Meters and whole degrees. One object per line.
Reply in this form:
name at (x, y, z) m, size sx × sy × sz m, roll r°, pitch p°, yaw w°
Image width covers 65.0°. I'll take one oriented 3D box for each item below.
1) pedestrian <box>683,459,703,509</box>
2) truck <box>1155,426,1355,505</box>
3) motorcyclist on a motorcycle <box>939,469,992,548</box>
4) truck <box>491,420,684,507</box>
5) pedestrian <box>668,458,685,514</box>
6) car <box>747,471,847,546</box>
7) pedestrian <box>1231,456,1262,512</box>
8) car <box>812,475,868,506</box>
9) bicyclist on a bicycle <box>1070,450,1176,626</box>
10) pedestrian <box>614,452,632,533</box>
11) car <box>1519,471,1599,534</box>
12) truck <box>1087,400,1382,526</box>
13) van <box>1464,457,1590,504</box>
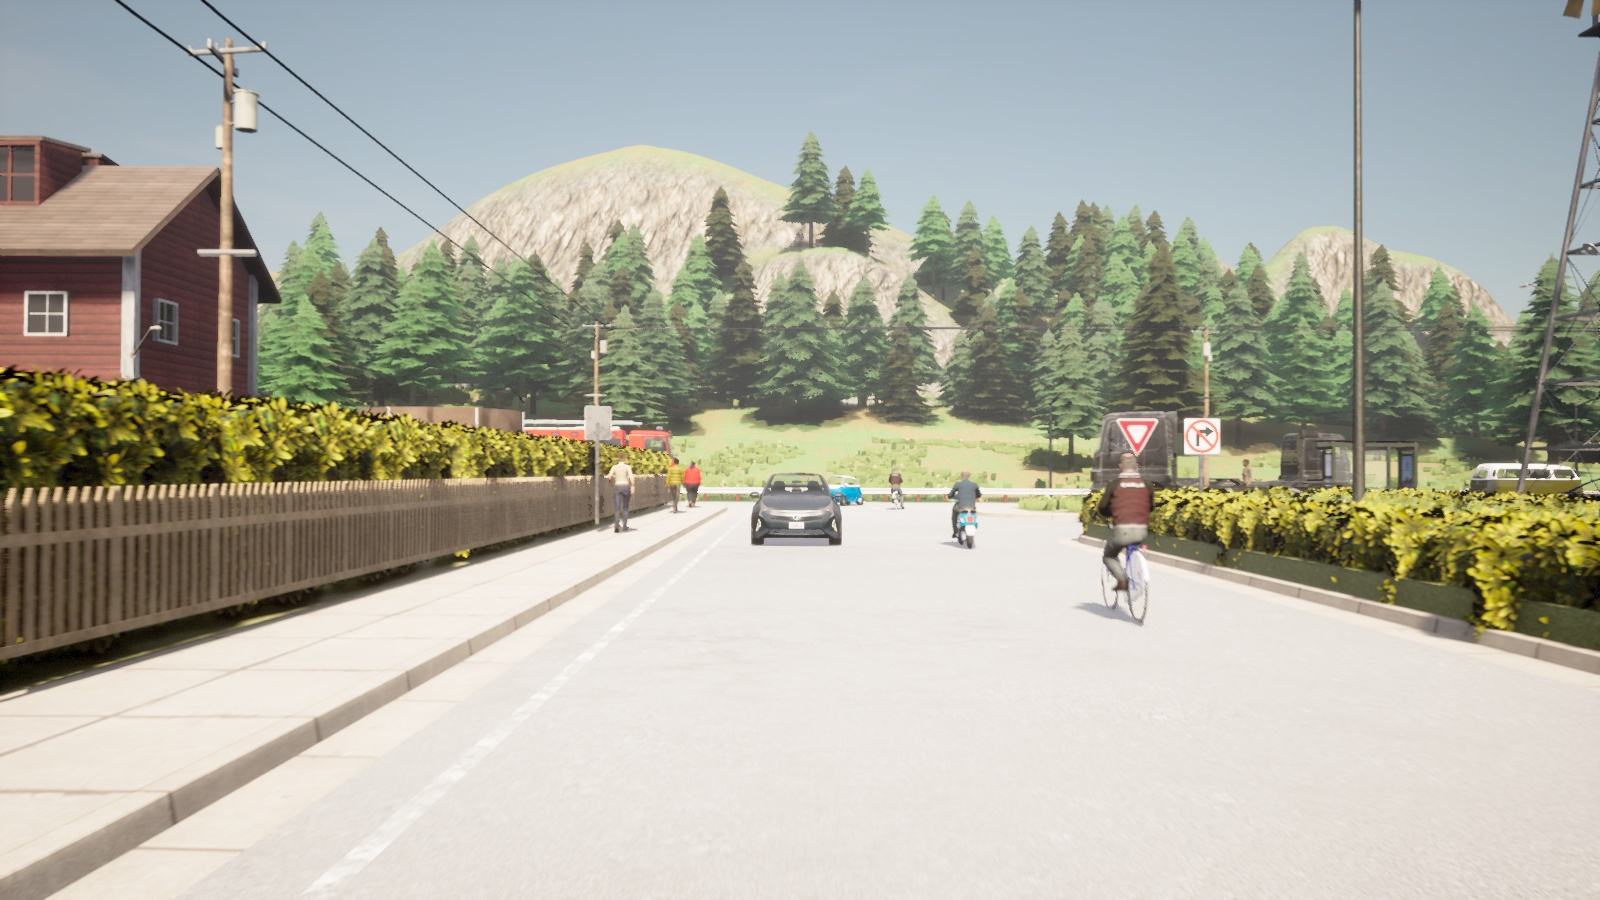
pedestrian at (-4.062, 1.284, 47.635) m, size 0.634 × 1.844 × 0.899 m, roll 0°, pitch -1°, yaw 2°
truck at (20.456, 0.701, 56.747) m, size 7.936 × 3.462 × 2.891 m, roll 0°, pitch -1°, yaw 0°
motorcyclist on a motorcycle at (3.437, 1.193, 26.214) m, size 0.866 × 1.590 × 1.817 m, roll 0°, pitch -1°, yaw 0°
truck at (-9.556, 0.645, 57.223) m, size 8.468 × 3.827 × 2.891 m, roll 0°, pitch -1°, yaw -7°
pedestrian at (-4.050, 1.177, 41.278) m, size 0.431 × 1.840 × 0.709 m, roll 0°, pitch -1°, yaw 6°
car at (-0.066, 1.226, 27.712) m, size 2.007 × 1.525 × 4.514 m, roll 0°, pitch -1°, yaw 0°
pedestrian at (14.566, 1.097, 40.941) m, size 0.869 × 1.805 × 0.328 m, roll 0°, pitch -1°, yaw 0°
car at (1.827, 1.812, 56.706) m, size 1.481 × 1.376 × 2.207 m, roll -2°, pitch -2°, yaw 40°
bicyclist on a bicycle at (3.467, 0.899, 13.617) m, size 0.659 × 1.776 × 1.843 m, roll 0°, pitch -1°, yaw 0°
pedestrian at (-4.026, 0.964, 28.565) m, size 0.345 × 1.836 × 0.594 m, roll 0°, pitch -1°, yaw -1°
car at (19.799, 1.262, 30.641) m, size 1.845 × 1.501 × 3.633 m, roll 0°, pitch -1°, yaw -16°
truck at (12.715, 0.406, 37.170) m, size 7.936 × 3.462 × 2.891 m, roll 0°, pitch -1°, yaw 20°
van at (32.775, 1.359, 56.701) m, size 4.480 × 2.038 × 2.069 m, roll -1°, pitch -1°, yaw 0°
